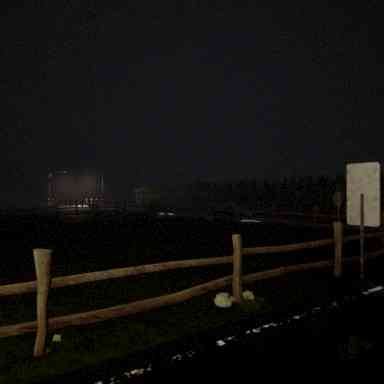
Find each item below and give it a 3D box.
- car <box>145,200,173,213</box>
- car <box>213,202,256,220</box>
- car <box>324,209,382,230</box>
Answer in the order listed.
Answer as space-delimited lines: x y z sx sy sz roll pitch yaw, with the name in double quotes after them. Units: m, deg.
-4.257 1.797 42.296 1.837 1.490 4.892 0 0 -35 "car"
3.811 1.701 30.947 1.812 1.442 4.674 0 0 -35 "car"
10.958 1.678 20.911 1.895 1.301 4.718 0 0 -35 "car"
